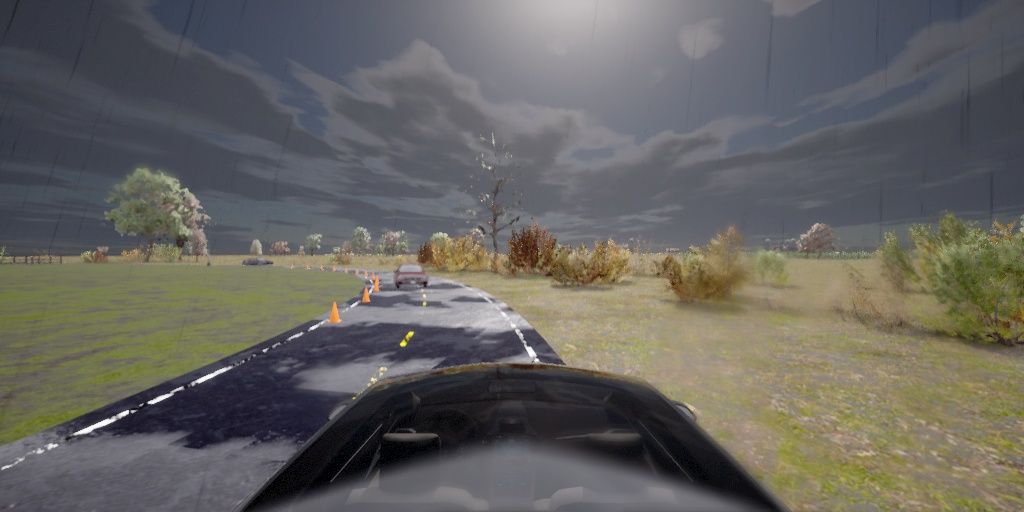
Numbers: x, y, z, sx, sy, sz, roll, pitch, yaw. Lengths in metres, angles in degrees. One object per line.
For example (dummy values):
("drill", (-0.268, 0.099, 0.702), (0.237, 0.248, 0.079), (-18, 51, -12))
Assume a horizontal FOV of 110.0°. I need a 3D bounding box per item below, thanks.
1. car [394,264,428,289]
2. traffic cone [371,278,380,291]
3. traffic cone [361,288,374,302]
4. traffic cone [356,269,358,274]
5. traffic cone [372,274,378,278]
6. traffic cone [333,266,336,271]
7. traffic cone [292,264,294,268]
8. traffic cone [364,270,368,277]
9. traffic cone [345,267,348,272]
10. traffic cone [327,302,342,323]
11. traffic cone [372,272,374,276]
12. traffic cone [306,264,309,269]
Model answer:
("car", (-6.434, 1.230, 22.698), (1.812, 1.442, 4.674), (0, 0, -20))
("traffic cone", (-7.618, 1.657, 20.140), (0.340, 0.580, 0.340), (0, 0, -18))
("traffic cone", (-6.304, 1.671, 15.506), (0.340, 0.580, 0.340), (0, 0, -14))
("traffic cone", (-16.145, 1.582, 37.349), (0.340, 0.580, 0.340), (0, 0, -35))
("traffic cone", (-9.269, 1.642, 24.666), (0.340, 0.580, 0.340), (0, 0, -22))
("traffic cone", (-22.203, 1.537, 44.832), (0.340, 0.580, 0.340), (0, 0, -43))
("traffic cone", (-33.175, 1.484, 54.200), (0.340, 0.580, 0.340), (0, 0, 34))
("traffic cone", (-13.544, 1.605, 33.294), (0.340, 0.580, 0.340), (0, 0, -31))
("traffic cone", (-19.036, 1.559, 41.202), (0.340, 0.580, 0.340), (0, 0, -39))
("traffic cone", (-5.333, 1.683, 10.787), (0.340, 0.580, 0.340), (0, 0, -10))
("traffic cone", (-11.248, 1.624, 29.058), (0.340, 0.580, 0.340), (0, 0, -26))
("traffic cone", (-29.292, 1.500, 51.348), (0.340, 0.580, 0.340), (0, 0, 38))
